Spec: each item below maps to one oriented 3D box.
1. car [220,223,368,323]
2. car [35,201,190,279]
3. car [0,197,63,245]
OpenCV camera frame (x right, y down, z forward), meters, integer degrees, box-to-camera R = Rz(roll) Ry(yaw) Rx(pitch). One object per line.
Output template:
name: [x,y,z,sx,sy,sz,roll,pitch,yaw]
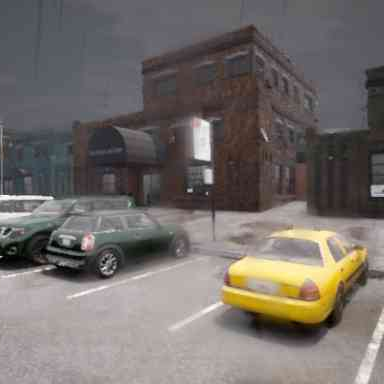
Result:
car: [2.595,1.467,7.331,1.946,1.575,5.366,0,0,36]
car: [-2.021,1.316,10.358,2.185,1.767,4.553,0,0,36]
car: [-8.717,1.271,15.212,2.185,1.767,4.553,0,0,36]
